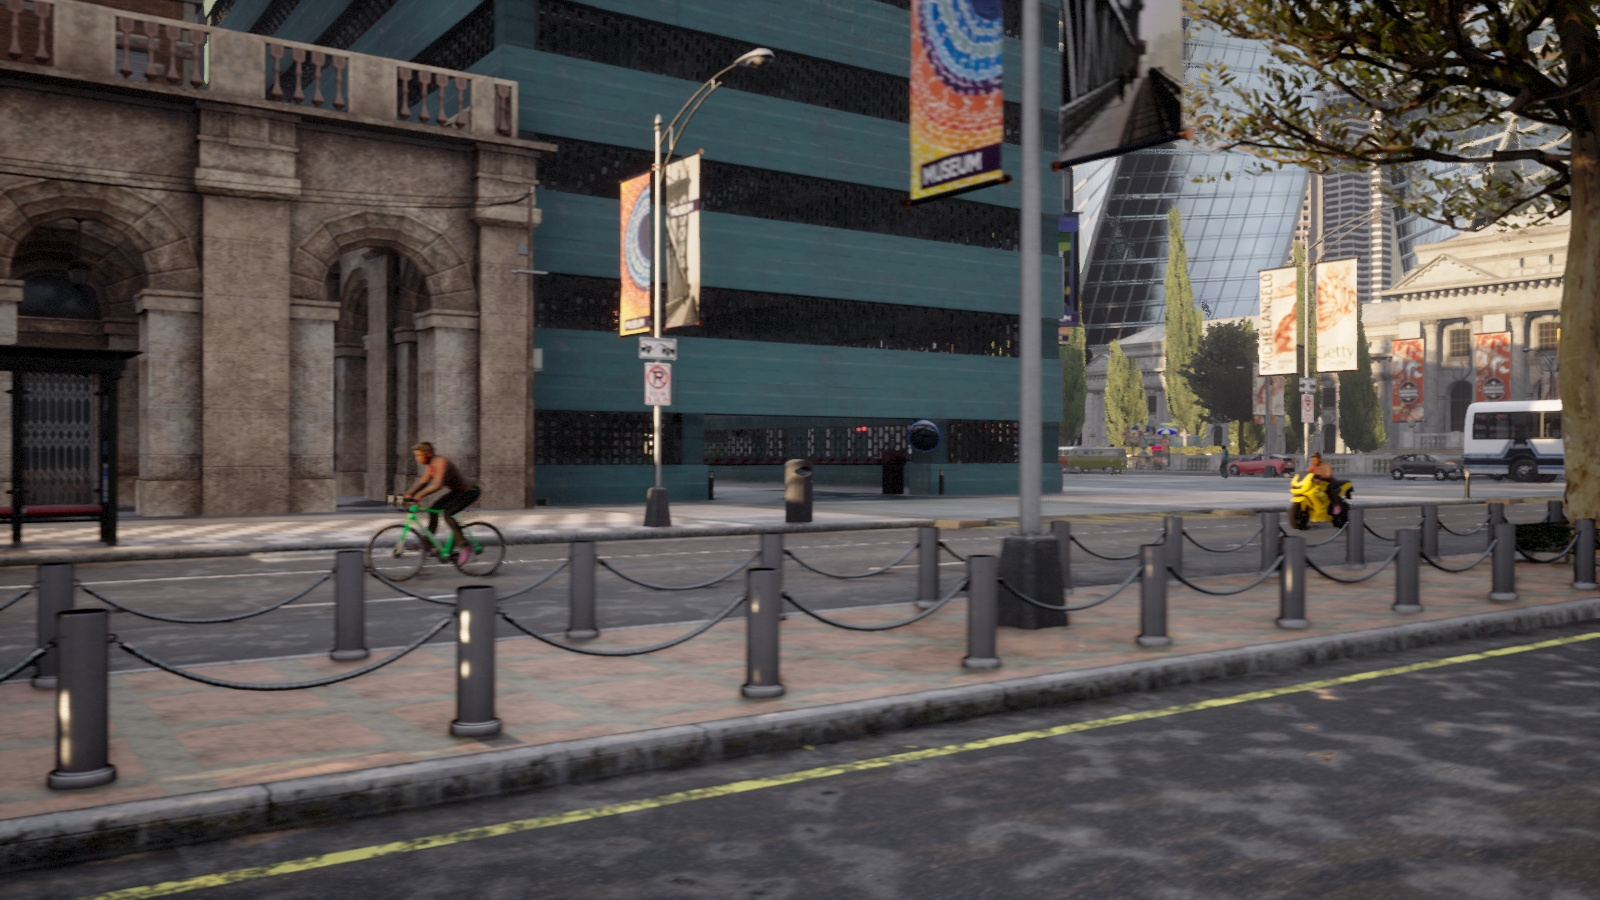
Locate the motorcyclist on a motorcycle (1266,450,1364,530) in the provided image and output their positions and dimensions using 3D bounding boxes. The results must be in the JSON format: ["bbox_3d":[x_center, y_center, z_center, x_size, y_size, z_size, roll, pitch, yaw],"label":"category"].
[{"bbox_3d":[10.153,0.766,24.745,2.044,1.523,0.797,0,0,-35],"label":"motorcyclist on a motorcycle"}]

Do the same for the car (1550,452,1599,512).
[{"bbox_3d":[21.235,0.793,32.463,3.633,1.501,1.845,0,0,-35],"label":"car"}]

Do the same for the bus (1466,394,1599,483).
[{"bbox_3d":[39.116,-0.561,62.026,3.944,4.253,10.273,0,0,-42],"label":"bus"}]

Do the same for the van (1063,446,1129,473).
[{"bbox_3d":[22.107,0.682,93.960,4.442,1.987,1.775,0,0,38],"label":"van"}]

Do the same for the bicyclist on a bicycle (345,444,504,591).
[{"bbox_3d":[-4.359,0.743,14.630,1.656,1.620,0.582,-1,0,-35],"label":"bicyclist on a bicycle"}]

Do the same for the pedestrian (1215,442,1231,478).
[{"bbox_3d":[22.716,0.520,67.411,0.396,1.930,0.692,0,0,-37],"label":"pedestrian"}]

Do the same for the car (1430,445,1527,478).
[{"bbox_3d":[39.433,0.658,73.087,1.932,1.855,4.605,0,0,-35],"label":"car"}]

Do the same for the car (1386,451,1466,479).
[{"bbox_3d":[35.887,0.825,72.057,1.789,1.549,3.705,0,0,-35],"label":"car"}]

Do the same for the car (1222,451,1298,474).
[{"bbox_3d":[31.088,0.835,84.994,2.007,1.525,4.514,0,0,-36],"label":"car"}]
